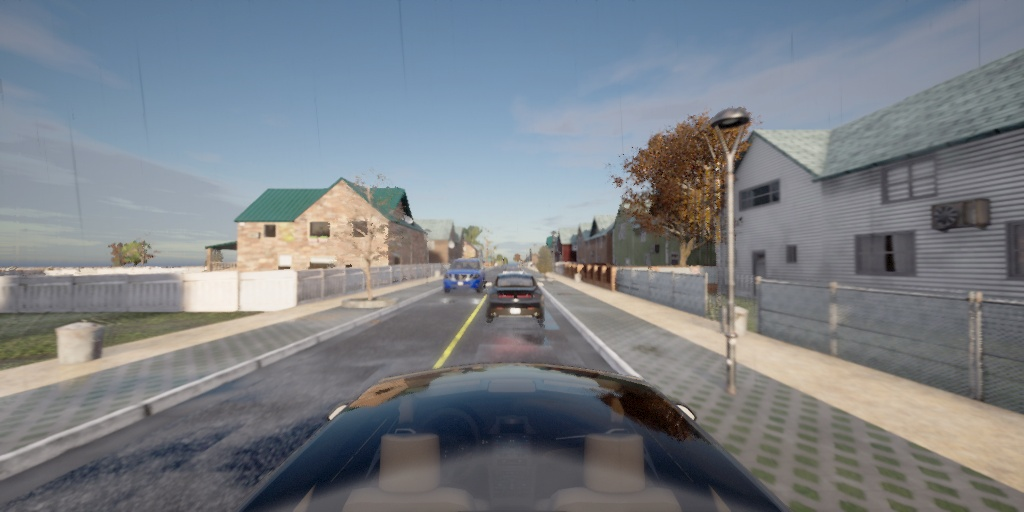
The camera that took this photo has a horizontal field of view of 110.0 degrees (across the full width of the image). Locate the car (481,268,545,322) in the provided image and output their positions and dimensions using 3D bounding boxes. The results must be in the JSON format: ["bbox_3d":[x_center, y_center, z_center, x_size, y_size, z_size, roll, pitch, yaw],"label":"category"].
[{"bbox_3d":[0.099,1.364,12.830,1.837,1.490,4.892,0,0,0],"label":"car"}]

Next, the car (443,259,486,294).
[{"bbox_3d":[-2.842,1.185,22.560,2.150,2.045,5.566,0,-1,0],"label":"car"}]
